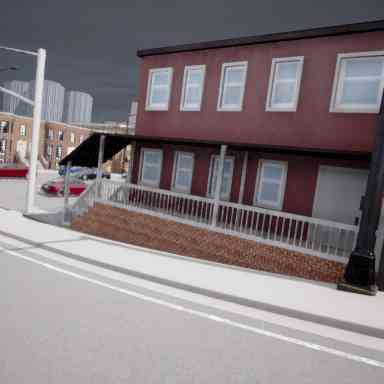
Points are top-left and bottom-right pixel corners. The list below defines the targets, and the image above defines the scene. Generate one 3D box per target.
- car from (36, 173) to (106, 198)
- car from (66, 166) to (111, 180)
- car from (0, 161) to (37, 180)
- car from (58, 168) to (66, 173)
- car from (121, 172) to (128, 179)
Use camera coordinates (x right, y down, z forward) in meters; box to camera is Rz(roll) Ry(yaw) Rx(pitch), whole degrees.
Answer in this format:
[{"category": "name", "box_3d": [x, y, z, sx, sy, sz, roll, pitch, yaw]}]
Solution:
[{"category": "car", "box_3d": [-9.073, -0.398, 25.103, 1.994, 1.385, 4.181, 10, 6, 35]}, {"category": "car", "box_3d": [-11.848, -2.044, 39.322, 2.128, 1.511, 4.902, 10, 6, 35]}, {"category": "car", "box_3d": [-17.364, -2.062, 31.673, 1.882, 1.535, 5.008, 10, 6, 35]}, {"category": "car", "box_3d": [-14.304, -2.574, 41.833, 1.882, 1.535, 5.008, 10, 6, 36]}, {"category": "car", "box_3d": [-8.428, -2.552, 49.946, 2.128, 1.511, 4.902, 10, 6, 36]}]
